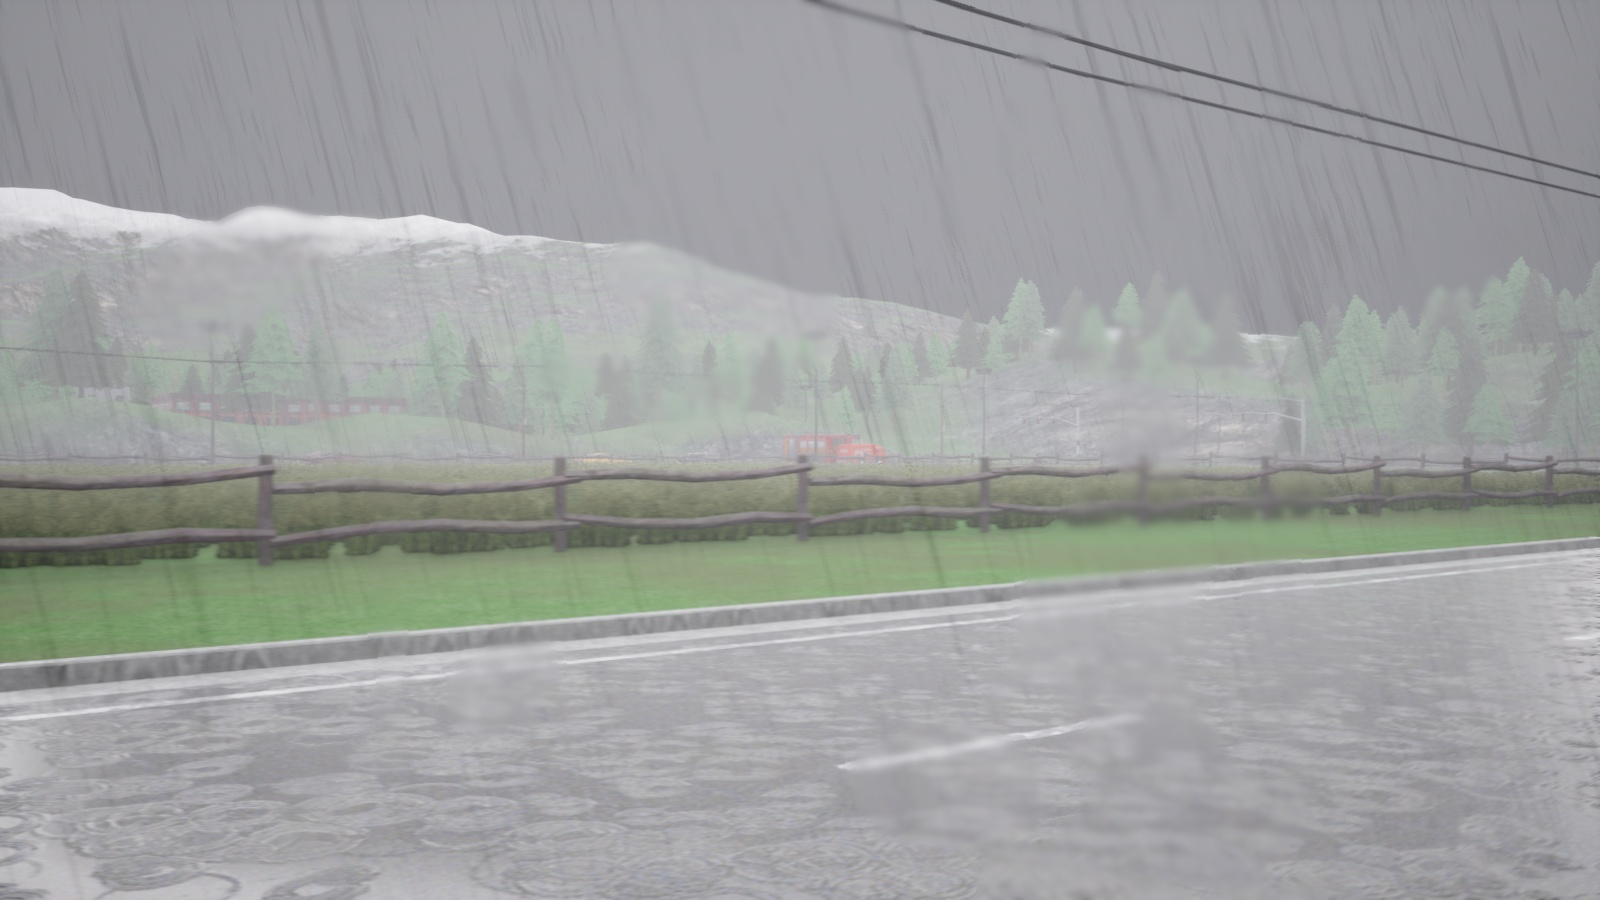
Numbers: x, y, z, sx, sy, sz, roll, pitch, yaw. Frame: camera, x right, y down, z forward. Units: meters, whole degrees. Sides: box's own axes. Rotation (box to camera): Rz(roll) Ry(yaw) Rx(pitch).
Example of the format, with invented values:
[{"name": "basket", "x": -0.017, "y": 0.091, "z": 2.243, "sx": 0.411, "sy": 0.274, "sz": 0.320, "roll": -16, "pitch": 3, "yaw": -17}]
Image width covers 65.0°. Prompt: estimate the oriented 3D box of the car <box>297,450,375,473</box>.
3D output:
[{"name": "car", "x": -34.373, "y": 0.825, "z": 93.096, "sx": 5.027, "sy": 1.651, "sz": 2.152, "roll": 0, "pitch": 0, "yaw": -35}]
